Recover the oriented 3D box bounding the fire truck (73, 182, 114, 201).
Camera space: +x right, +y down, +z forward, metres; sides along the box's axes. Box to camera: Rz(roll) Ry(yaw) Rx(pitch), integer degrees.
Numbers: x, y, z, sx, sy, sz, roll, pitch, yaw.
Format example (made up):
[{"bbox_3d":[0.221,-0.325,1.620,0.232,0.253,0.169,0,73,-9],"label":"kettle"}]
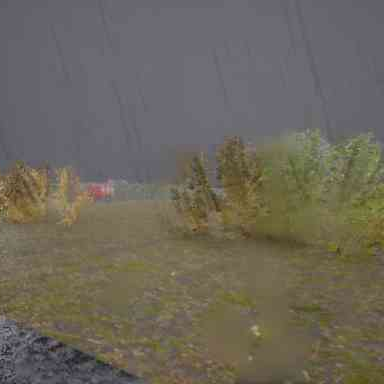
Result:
[{"bbox_3d":[-19.862,-0.019,67.490,2.891,3.827,8.468,0,0,35],"label":"fire truck"}]
